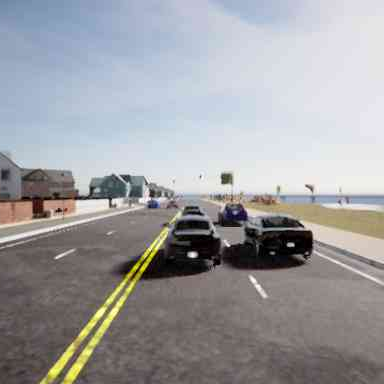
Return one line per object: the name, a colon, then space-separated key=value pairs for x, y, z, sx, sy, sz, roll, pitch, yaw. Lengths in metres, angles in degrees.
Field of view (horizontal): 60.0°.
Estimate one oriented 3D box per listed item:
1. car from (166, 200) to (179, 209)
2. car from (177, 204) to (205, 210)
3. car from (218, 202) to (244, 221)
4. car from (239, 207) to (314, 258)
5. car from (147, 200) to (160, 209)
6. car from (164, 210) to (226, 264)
car: x=-3.300 y=2.148 z=57.731 sx=1.812 sy=1.442 sz=4.674 roll=0 pitch=-1 yaw=1
car: x=0.040 y=1.791 z=27.343 sx=1.837 sy=1.490 sz=4.892 roll=0 pitch=0 yaw=1
car: x=3.288 y=1.635 z=27.222 sx=2.097 sy=1.767 sz=4.553 roll=0 pitch=-1 yaw=1
car: x=3.300 y=1.616 z=13.504 sx=1.882 sy=1.535 sz=5.008 roll=0 pitch=0 yaw=0
car: x=-6.553 y=2.095 z=57.259 sx=1.882 sy=1.535 sz=5.008 roll=0 pitch=-1 yaw=1
car: x=0.040 y=1.633 z=12.327 sx=1.837 sy=1.490 sz=4.892 roll=0 pitch=0 yaw=1
